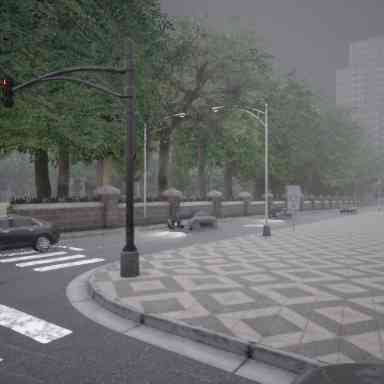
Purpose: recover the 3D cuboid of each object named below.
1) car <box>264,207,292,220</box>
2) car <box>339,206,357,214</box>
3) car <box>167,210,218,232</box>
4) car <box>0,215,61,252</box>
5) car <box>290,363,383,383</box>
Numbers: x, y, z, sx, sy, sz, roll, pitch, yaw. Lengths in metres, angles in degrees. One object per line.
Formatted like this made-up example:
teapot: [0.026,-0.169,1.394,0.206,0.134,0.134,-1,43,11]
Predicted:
car: [9.625,2.333,36.989,1.994,1.385,4.181,0,-1,35]
car: [25.180,2.845,53.470,1.895,1.301,4.718,0,-1,36]
car: [0.086,1.988,23.530,1.994,1.385,4.181,0,-1,35]
car: [-7.530,1.659,12.771,1.837,1.490,4.892,0,-2,35]
car: [2.380,1.551,1.263,4.403,1.369,2.008,0,0,36]
